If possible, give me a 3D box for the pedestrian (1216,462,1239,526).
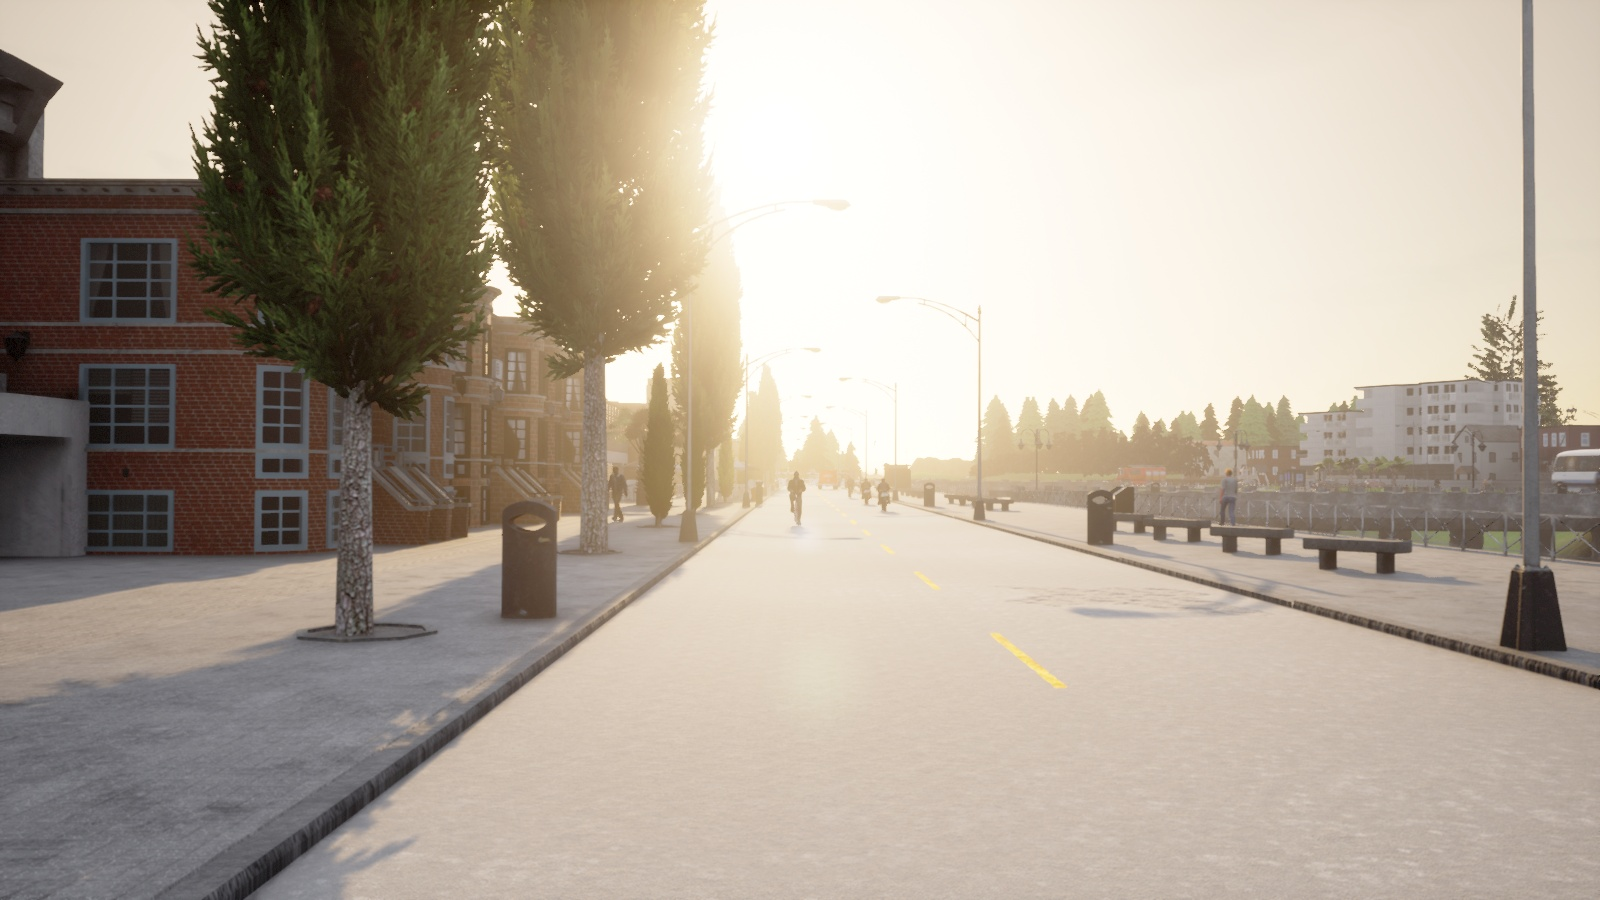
[{"bbox_3d":[12.265,1.261,36.036,0.354,1.836,0.706,0,-1,-2],"label":"pedestrian"}]

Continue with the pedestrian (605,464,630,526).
[{"bbox_3d":[-5.760,1.411,39.620,0.423,1.949,0.788,-1,-1,23],"label":"pedestrian"}]

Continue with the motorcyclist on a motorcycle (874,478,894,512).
[{"bbox_3d":[3.844,2.034,57.671,0.797,1.523,2.044,0,-1,0],"label":"motorcyclist on a motorcycle"}]
